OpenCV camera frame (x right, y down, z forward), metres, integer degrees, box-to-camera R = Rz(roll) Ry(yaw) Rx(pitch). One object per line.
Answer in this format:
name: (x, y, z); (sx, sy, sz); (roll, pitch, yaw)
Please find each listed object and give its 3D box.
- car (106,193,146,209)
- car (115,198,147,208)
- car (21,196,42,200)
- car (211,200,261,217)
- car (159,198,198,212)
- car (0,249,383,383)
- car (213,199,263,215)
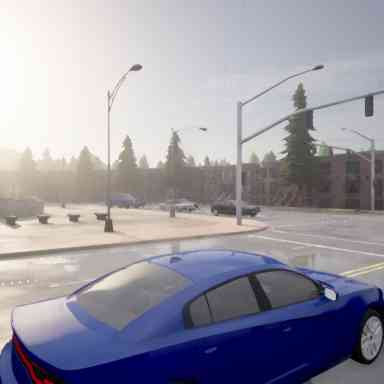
car: (-9.458, 1.221, 45.623); (5.566, 2.045, 2.150); (0, 0, 36)
car: (-9.090, 1.601, 49.620); (4.718, 1.301, 1.895); (0, 0, 34)
car: (-29.903, 1.505, 60.676); (4.892, 1.490, 1.837); (0, 0, 5)
car: (3.792, 1.478, 30.596); (1.882, 1.535, 5.008); (0, 0, -36)
car: (-1.811, 1.601, 38.072); (1.895, 1.301, 4.718); (0, 0, -39)
car: (0.495, 1.478, 4.151); (5.008, 1.535, 1.882); (0, 0, -35)
car: (4.752, 1.547, 35.243); (2.033, 1.411, 5.357); (0, 0, -36)
